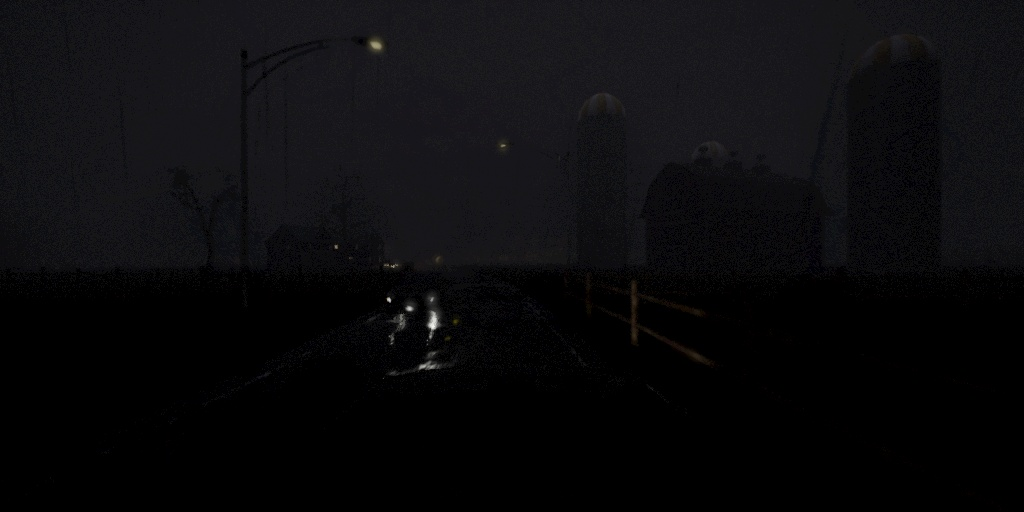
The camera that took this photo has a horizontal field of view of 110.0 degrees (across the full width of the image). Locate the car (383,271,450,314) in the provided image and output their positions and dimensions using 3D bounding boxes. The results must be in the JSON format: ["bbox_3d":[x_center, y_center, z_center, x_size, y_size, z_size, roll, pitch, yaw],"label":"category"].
[{"bbox_3d":[-3.494,1.315,14.140,2.033,1.411,5.357,0,0,-5],"label":"car"}]

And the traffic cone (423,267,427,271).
[{"bbox_3d":[-10.850,1.786,45.594,0.340,0.580,0.340,0,0,-18],"label":"traffic cone"}]

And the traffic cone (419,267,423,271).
[{"bbox_3d":[-12.434,1.801,50.248,0.340,0.580,0.340,0,0,-20],"label":"traffic cone"}]

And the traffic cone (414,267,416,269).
[{"bbox_3d":[-16.065,1.835,59.385,0.340,0.580,0.340,0,0,-24],"label":"traffic cone"}]
